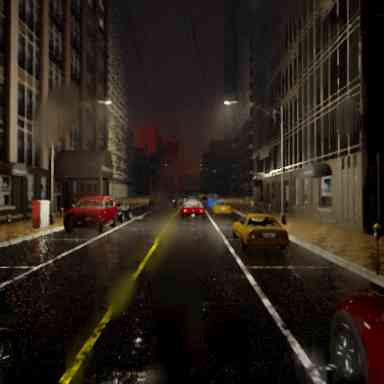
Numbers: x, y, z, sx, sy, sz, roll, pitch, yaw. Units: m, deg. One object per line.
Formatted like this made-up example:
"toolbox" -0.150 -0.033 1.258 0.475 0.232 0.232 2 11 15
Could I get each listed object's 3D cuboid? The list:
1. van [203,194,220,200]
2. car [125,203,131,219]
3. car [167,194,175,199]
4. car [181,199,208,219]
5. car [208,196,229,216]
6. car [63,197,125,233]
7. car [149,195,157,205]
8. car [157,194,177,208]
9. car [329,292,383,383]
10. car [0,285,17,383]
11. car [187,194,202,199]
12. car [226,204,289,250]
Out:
"van" 2.695 1.167 41.662 1.690 1.788 3.998 1 0 0
"car" -5.651 1.461 24.811 1.947 1.339 4.313 1 0 0
"car" -5.704 1.192 90.824 1.947 1.339 4.313 1 0 0
"car" 0.092 1.484 27.688 1.895 1.301 4.718 0 0 0
"car" 2.695 1.396 30.678 1.752 1.417 4.829 1 0 0
"car" -5.645 1.233 19.235 2.192 1.841 5.009 1 0 0
"car" -5.657 1.220 52.687 1.967 1.590 4.097 1 0 0
"car" -3.100 1.165 44.700 2.097 1.767 4.553 0 0 0
"car" 2.705 1.429 2.621 1.967 1.590 4.097 1 0 0
"car" -3.101 1.343 1.983 2.097 1.767 4.553 0 0 0
"car" 0.087 1.338 44.938 1.812 1.442 4.674 0 0 0
"car" 2.700 1.466 13.946 1.752 1.417 4.829 1 0 0
